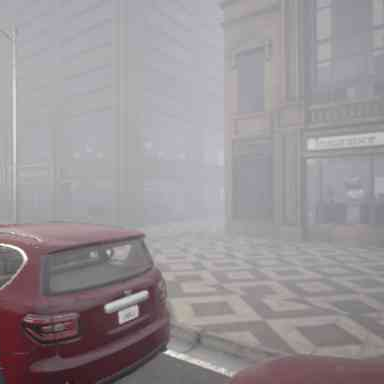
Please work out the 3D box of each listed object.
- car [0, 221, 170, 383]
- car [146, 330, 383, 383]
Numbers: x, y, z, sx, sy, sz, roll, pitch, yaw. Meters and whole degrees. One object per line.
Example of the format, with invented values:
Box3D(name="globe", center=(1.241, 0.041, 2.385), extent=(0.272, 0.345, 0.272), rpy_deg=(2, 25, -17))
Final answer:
Box3D(name="car", center=(-2.598, 1.357, 4.800), extent=(5.009, 1.841, 2.192), rpy_deg=(-1, 0, 35))
Box3D(name="car", center=(1.974, 1.572, 1.560), extent=(4.206, 1.307, 1.802), rpy_deg=(-1, 0, 35))
